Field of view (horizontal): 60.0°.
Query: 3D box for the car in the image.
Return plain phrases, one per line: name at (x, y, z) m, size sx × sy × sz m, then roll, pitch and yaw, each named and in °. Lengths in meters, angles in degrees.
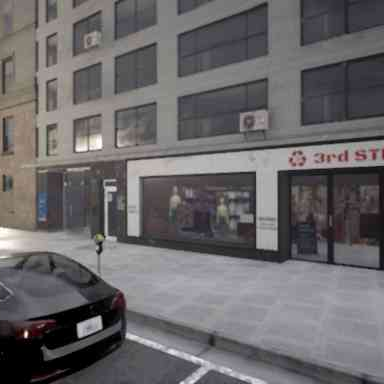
car at (-2.858, 1.574, 5.013) m, size 4.313 × 1.339 × 1.947 m, roll 0°, pitch 0°, yaw 36°
